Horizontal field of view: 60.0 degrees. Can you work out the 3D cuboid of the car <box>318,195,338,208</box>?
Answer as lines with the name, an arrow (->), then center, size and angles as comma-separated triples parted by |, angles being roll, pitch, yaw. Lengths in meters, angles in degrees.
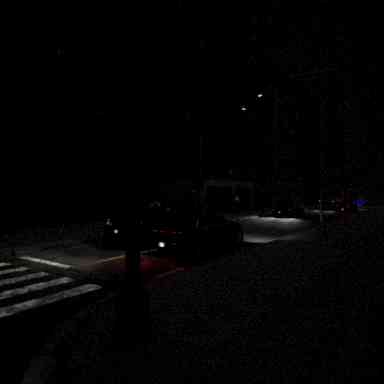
car -> 18.130, 1.153, 43.693 | 2.097, 1.767, 4.553 | 0, 0, 35

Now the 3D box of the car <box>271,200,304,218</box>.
car -> 8.806, 1.497, 30.364 | 1.837, 1.490, 4.892 | 0, 0, 35

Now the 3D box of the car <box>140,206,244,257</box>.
car -> 0.361, 1.510, 13.147 | 1.837, 1.490, 4.892 | 0, 0, 35

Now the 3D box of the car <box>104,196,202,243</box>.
car -> -1.468, 1.214, 15.523 | 2.150, 2.045, 5.566 | 0, 0, 34

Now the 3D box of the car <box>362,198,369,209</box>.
car -> 23.589, 1.536, 46.749 | 1.812, 1.442, 4.674 | 0, 0, 35

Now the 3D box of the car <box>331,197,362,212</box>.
car -> 17.840, 1.605, 38.352 | 1.895, 1.301, 4.718 | 0, 0, 35
